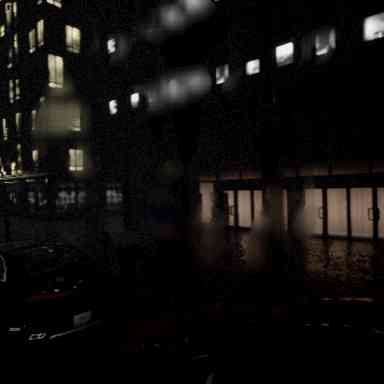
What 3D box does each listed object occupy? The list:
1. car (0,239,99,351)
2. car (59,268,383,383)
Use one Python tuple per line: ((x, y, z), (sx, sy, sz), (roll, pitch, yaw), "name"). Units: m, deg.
((-3.179, 1.551, 6.106), (4.403, 1.369, 2.008), (-1, 0, 41), "car")
((1.094, 1.493, 2.373), (4.507, 1.381, 1.887), (-1, 0, 41), "car")
